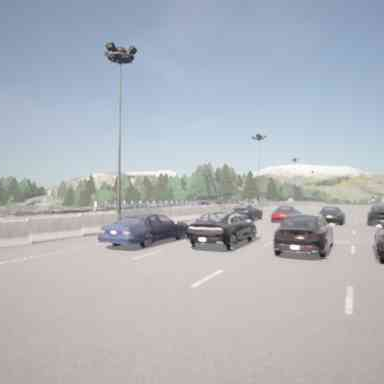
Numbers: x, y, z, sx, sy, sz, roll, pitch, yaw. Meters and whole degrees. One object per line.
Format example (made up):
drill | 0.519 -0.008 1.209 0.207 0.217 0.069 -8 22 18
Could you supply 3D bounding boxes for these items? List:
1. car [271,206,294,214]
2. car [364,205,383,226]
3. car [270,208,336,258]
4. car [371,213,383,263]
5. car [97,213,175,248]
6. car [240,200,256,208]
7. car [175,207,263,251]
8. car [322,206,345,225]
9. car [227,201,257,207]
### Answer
car | 8.068 1.870 28.389 1.994 1.385 4.181 0 -1 27
car | 14.415 1.776 25.433 1.837 1.490 4.892 0 0 27
car | 4.622 1.654 13.586 1.837 1.490 4.892 0 0 27
car | 7.751 1.692 12.018 1.994 1.385 4.181 0 -1 27
car | -2.083 1.724 15.844 2.033 1.411 5.357 0 -1 27
car | 11.096 2.325 65.986 1.994 1.385 4.181 0 -1 27
car | 1.486 1.659 15.140 2.128 1.511 4.902 0 -1 27
car | 11.299 1.853 27.021 1.994 1.385 4.181 0 -1 27
car | 5.016 1.819 30.112 2.128 1.511 4.902 0 -1 27
